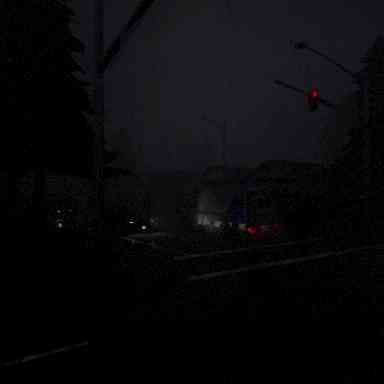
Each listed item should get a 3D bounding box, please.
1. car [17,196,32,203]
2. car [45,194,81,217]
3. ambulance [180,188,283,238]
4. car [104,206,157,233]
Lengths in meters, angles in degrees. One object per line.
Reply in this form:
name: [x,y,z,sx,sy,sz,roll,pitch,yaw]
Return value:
car: [-25.266,1.357,47.025,4.902,1.511,2.128,1,-1,-2]
car: [-12.385,1.226,31.712,2.150,2.045,5.566,0,1,-36]
ambulance: [1.772,1.047,18.253,2.351,2.431,6.366,0,0,-36]
car: [-4.194,1.563,20.366,2.033,1.411,5.357,0,0,-36]
